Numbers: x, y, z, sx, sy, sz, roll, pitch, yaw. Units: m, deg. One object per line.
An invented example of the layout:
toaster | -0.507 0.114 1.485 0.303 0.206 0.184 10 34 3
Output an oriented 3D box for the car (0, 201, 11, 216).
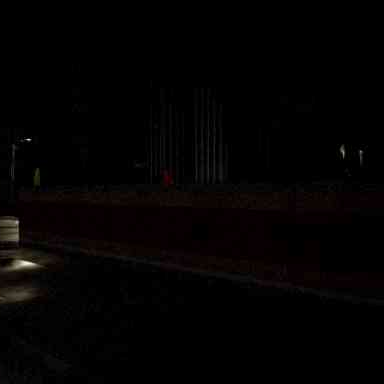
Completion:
car | -16.423 1.547 29.102 2.128 1.511 4.902 0 0 37

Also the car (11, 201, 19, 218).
car | -12.265 1.603 28.823 2.033 1.411 5.357 0 0 37
